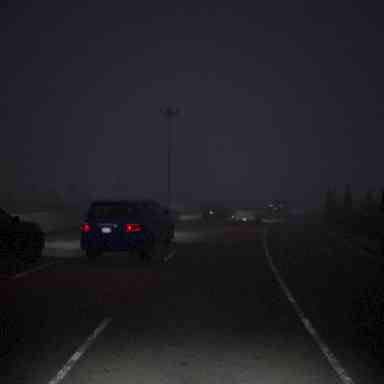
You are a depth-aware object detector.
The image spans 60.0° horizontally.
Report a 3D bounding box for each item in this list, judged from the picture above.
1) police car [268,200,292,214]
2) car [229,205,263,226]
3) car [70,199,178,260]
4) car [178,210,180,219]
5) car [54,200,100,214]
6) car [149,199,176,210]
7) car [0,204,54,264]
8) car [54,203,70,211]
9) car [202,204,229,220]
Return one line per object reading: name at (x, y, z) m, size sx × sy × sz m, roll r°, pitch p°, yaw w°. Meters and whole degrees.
police car at (10.621, 1.754, 39.973) m, size 2.038 × 1.542 × 4.974 m, roll 0°, pitch 0°, yaw 28°
car at (4.268, 1.675, 25.041) m, size 1.812 × 1.442 × 4.674 m, roll 0°, pitch 0°, yaw 17°
car at (-2.232, 1.283, 12.895) m, size 2.150 × 2.045 × 5.566 m, roll 0°, pitch 0°, yaw 9°
car at (-2.530, 1.736, 26.832) m, size 1.895 × 1.301 × 4.718 m, roll 0°, pitch 0°, yaw 17°
car at (-13.273, 1.709, 38.826) m, size 2.033 × 1.411 × 5.357 m, roll 0°, pitch 0°, yaw 21°
car at (-4.306, 1.815, 49.645) m, size 1.994 × 1.385 × 4.181 m, roll 0°, pitch 0°, yaw 29°
car at (-6.275, 1.248, 8.974) m, size 2.150 × 2.045 × 5.566 m, roll 0°, pitch 0°, yaw 6°
car at (-10.553, 1.645, 24.923) m, size 2.033 × 1.411 × 5.357 m, roll 0°, pitch 0°, yaw 15°
car at (2.329, 1.733, 30.129) m, size 1.994 × 1.385 × 4.181 m, roll 0°, pitch 0°, yaw 20°
